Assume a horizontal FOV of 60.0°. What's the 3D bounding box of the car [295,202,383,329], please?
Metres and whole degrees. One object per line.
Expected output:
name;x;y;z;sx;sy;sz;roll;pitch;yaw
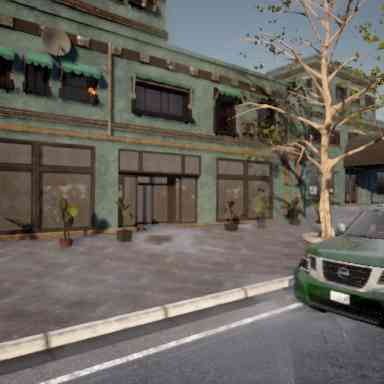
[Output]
car;4.450;1.224;6.585;5.566;2.045;2.150;0;0;-36
